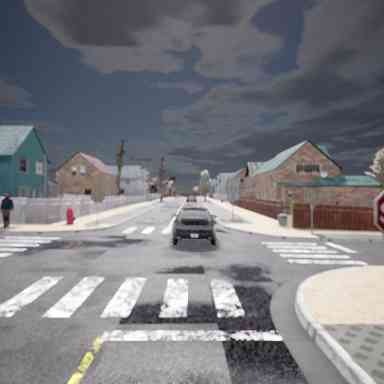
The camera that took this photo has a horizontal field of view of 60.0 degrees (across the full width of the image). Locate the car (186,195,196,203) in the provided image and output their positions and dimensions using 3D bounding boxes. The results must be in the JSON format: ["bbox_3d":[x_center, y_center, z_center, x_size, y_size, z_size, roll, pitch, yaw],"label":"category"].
[{"bbox_3d":[-0.116,1.374,66.412,1.994,1.385,4.181,0,0,0],"label":"car"}]

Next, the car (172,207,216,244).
[{"bbox_3d":[0.098,1.490,15.697,1.837,1.490,4.892,1,0,0],"label":"car"}]

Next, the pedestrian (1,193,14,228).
[{"bbox_3d":[-9.659,0.941,17.350,0.375,1.860,0.375,0,-2,0],"label":"pedestrian"}]
